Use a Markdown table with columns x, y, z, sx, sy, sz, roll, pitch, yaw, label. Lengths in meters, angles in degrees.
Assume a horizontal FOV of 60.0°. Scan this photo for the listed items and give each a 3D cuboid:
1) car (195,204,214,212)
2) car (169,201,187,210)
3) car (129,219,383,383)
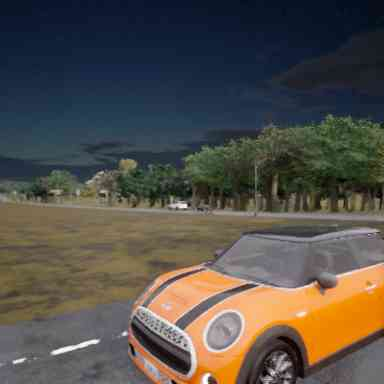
| x | y | z | sx | sy | sz | roll | pitch | yaw | label |
| --- | --- | --- | --- | --- | --- | --- | --- | --- | --- |
| 2.504 | 3.259 | 66.879 | 1.837 | 1.490 | 4.892 | 1 | -2 | -33 | car |
| -3.222 | 3.116 | 75.637 | 2.150 | 2.045 | 5.566 | 1 | -2 | -33 | car |
| 1.380 | 1.347 | 4.968 | 4.553 | 1.767 | 2.097 | 0 | 0 | -35 | car |
